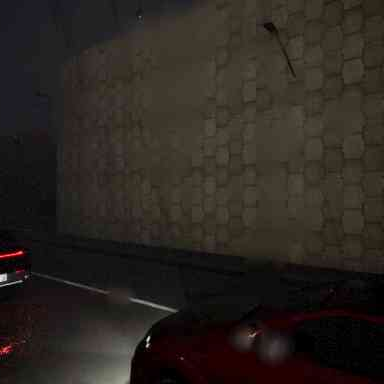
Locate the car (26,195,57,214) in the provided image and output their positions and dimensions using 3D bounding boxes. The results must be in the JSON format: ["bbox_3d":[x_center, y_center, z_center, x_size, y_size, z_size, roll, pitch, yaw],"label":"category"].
[{"bbox_3d":[-12.910,1.061,31.021,2.128,1.511,4.902,0,5,35],"label":"car"}]

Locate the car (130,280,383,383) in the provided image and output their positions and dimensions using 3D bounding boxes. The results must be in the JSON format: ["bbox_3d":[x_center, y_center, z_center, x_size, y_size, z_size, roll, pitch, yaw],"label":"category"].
[{"bbox_3d":[1.412,1.564,2.984,4.181,1.385,1.994,0,0,36],"label":"car"}]

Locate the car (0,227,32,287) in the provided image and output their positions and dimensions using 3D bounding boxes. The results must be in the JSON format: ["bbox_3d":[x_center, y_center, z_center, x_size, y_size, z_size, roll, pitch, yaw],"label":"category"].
[{"bbox_3d":[-5.839,1.505,8.156,4.892,1.490,1.837,0,0,36],"label":"car"}]
